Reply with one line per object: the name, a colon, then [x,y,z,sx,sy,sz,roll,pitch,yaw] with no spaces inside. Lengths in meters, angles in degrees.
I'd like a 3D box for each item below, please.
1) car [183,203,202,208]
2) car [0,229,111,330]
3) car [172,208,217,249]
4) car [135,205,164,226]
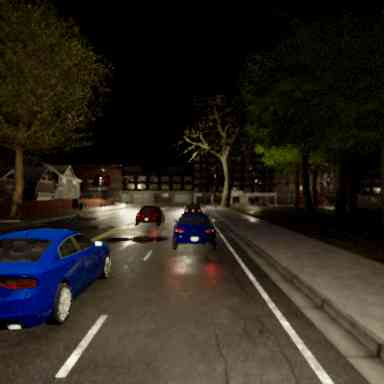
car: [0.094,1.870,34.198,2.033,1.411,5.357,0,-1,0]
car: [-3.151,1.538,7.196,1.882,1.535,5.008,0,0,0]
car: [0.098,1.654,15.078,1.812,1.442,4.674,0,0,0]
car: [-3.154,1.750,25.326,1.812,1.442,4.674,0,-1,0]
